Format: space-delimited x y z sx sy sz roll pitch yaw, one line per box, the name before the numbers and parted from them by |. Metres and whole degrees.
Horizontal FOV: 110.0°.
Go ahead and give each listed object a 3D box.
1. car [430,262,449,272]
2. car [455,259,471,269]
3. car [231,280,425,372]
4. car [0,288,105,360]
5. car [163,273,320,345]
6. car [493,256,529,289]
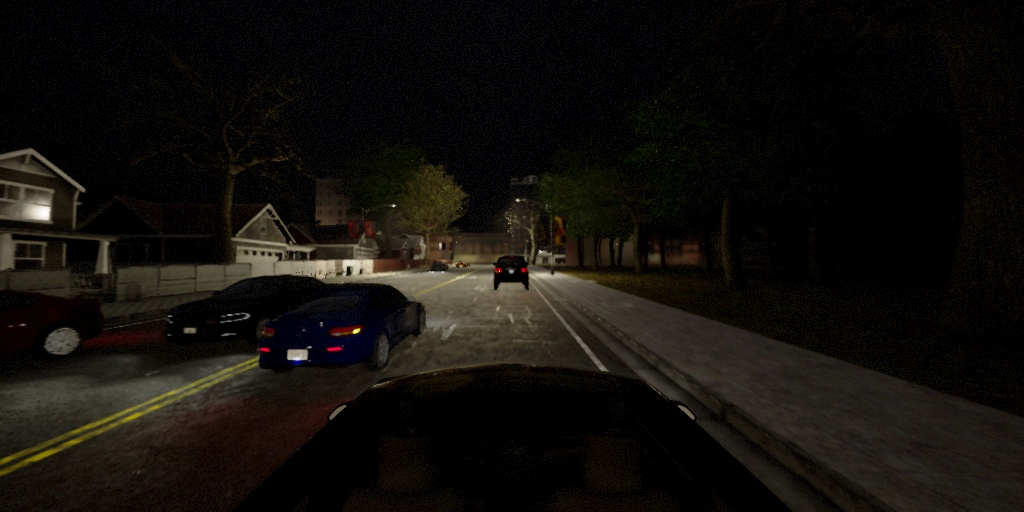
car | -10.094 1.521 50.322 1.994 1.385 4.181 0 0 0
car | -6.846 1.125 50.330 1.895 1.301 4.718 0 0 0
car | -3.179 1.295 7.588 1.812 1.442 4.674 0 0 0
car | -9.867 1.273 5.697 1.882 1.535 5.008 0 0 0
car | -6.648 1.264 9.882 1.882 1.535 5.008 0 0 0
car | -0.051 1.005 23.343 2.150 2.045 5.566 0 0 0
